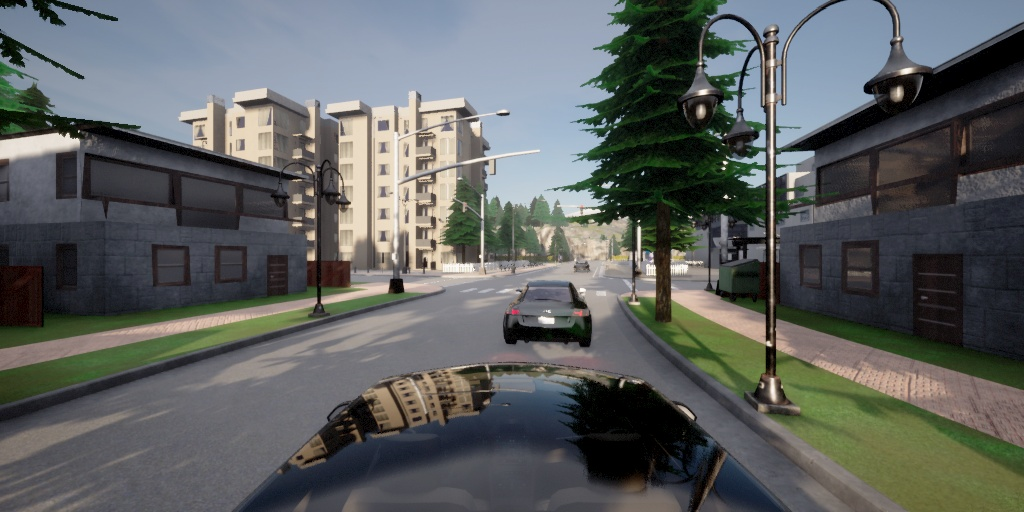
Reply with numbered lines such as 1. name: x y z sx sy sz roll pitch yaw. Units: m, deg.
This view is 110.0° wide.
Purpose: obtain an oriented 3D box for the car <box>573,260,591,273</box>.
1. car: 8.778 1.276 44.965 2.128 1.511 4.902 0 0 14

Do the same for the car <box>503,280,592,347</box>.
1. car: 1.005 1.314 9.431 1.994 1.385 4.181 0 0 8
